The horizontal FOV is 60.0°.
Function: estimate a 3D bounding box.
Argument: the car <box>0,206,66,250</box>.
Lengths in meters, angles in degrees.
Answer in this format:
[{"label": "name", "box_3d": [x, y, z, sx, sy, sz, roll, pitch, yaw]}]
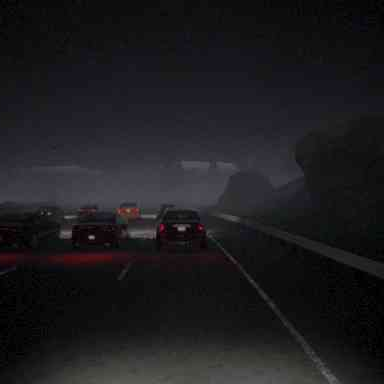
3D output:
[{"label": "car", "box_3d": [-7.570, 1.625, 15.143, 1.882, 1.535, 5.008, 0, 0, -4]}]

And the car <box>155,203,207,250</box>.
[{"label": "car", "box_3d": [-0.559, 1.497, 15.242, 2.097, 1.767, 4.553, 0, -1, -4]}]

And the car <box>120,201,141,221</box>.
[{"label": "car", "box_3d": [-5.804, 1.647, 30.813, 2.097, 1.767, 4.553, 0, -1, -8]}]

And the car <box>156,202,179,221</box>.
[{"label": "car", "box_3d": [-2.374, 1.811, 31.542, 1.837, 1.490, 4.892, 0, 0, -8]}]

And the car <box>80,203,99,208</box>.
[{"label": "car", "box_3d": [-9.296, 1.788, 30.500, 2.128, 1.511, 4.902, 0, 0, -8]}]

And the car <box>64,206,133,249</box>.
[{"label": "car", "box_3d": [-4.079, 1.627, 15.389, 1.882, 1.535, 5.008, 0, 0, -4]}]

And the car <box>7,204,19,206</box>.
[{"label": "car", "box_3d": [-27.726, 1.983, 50.484, 2.128, 1.511, 4.902, 0, -1, -14]}]
